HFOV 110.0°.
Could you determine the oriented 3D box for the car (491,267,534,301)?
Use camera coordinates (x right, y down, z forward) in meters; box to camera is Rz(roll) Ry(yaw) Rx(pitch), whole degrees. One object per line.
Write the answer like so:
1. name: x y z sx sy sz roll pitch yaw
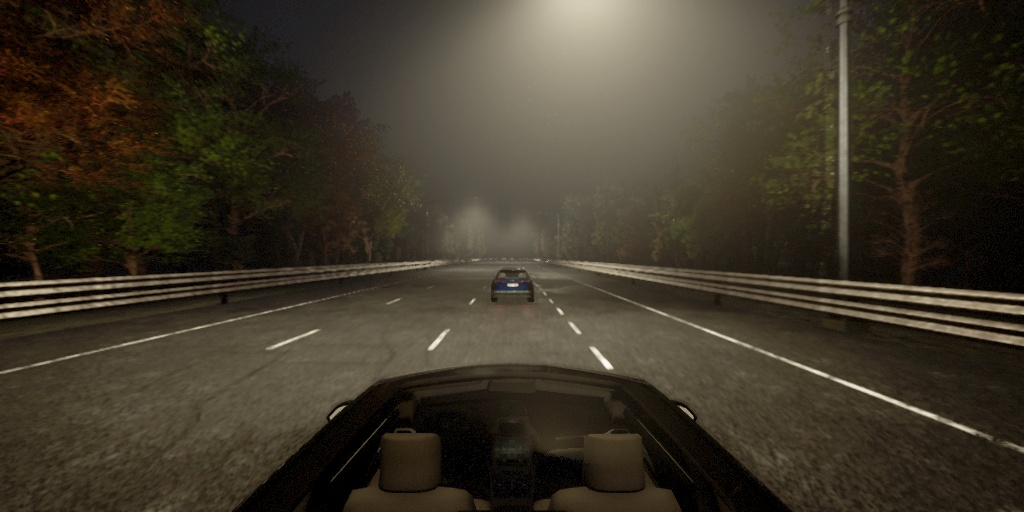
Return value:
1. car: 0.016 1.329 17.478 2.033 1.649 4.856 0 -1 0
